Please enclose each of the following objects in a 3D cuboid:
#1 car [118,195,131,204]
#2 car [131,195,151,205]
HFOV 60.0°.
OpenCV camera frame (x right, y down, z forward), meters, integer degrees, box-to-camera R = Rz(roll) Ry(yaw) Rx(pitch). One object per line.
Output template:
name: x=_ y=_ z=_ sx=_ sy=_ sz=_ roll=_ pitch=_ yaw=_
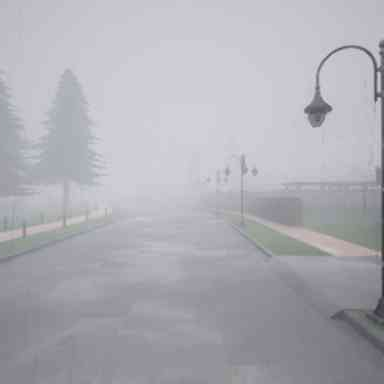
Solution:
car: x=-15.640 y=1.732 z=78.697 sx=2.150 sy=2.045 sz=5.566 roll=0 pitch=0 yaw=-33
car: x=-10.395 y=1.687 z=69.415 sx=2.150 sy=2.045 sz=5.566 roll=0 pitch=0 yaw=-27
